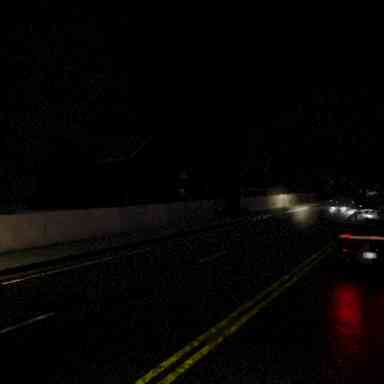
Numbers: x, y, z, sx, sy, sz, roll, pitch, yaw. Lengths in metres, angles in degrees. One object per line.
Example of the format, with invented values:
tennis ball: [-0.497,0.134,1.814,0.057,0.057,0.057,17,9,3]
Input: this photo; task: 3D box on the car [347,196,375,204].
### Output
car: [18.254,1.076,35.490,1.895,1.301,4.718,-2,0,34]

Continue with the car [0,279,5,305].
car: [-5.488,1.769,5.436,1.994,1.385,4.181,-2,0,33]

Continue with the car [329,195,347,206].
car: [18.627,1.047,41.924,1.994,1.385,4.181,-2,0,34]

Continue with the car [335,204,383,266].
car: [5.739,1.320,10.293,2.128,1.511,4.902,-2,0,33]
